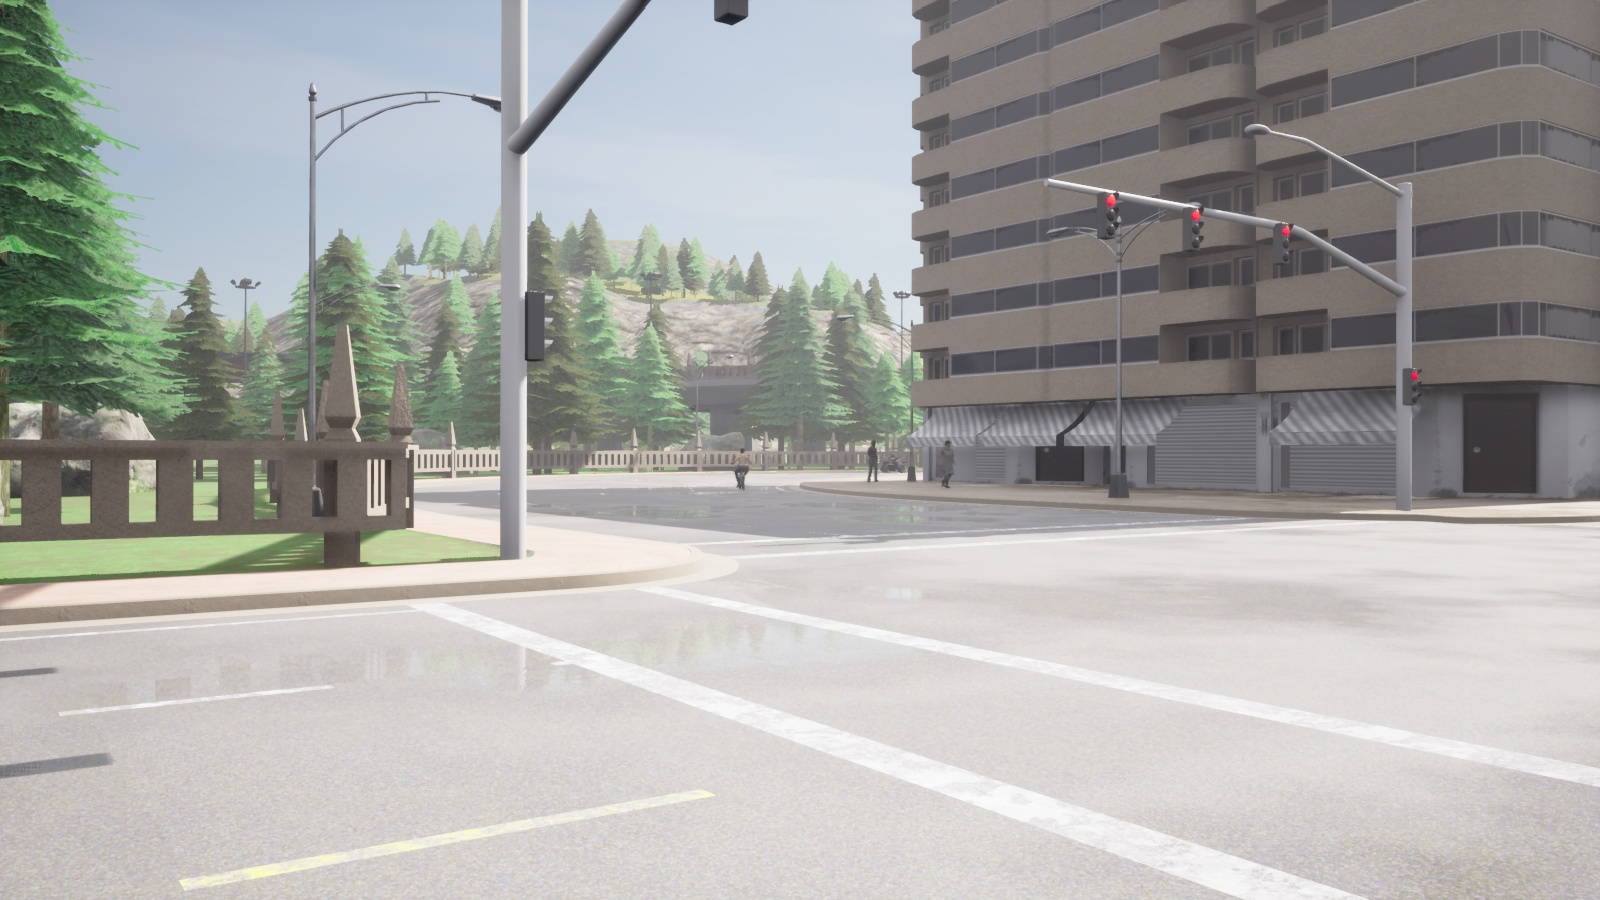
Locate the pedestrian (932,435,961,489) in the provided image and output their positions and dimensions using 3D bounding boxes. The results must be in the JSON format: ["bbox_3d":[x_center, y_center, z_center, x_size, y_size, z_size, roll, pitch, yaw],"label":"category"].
[{"bbox_3d":[5.400,0.445,46.269,0.659,1.952,0.873,0,0,-37],"label":"pedestrian"}]

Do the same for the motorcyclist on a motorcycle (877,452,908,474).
[{"bbox_3d":[6.599,0.930,89.641,2.191,1.530,0.866,0,0,-35],"label":"motorcyclist on a motorcycle"}]

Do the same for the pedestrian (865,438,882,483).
[{"bbox_3d":[3.151,0.465,53.970,0.402,1.930,0.666,0,0,-30],"label":"pedestrian"}]
